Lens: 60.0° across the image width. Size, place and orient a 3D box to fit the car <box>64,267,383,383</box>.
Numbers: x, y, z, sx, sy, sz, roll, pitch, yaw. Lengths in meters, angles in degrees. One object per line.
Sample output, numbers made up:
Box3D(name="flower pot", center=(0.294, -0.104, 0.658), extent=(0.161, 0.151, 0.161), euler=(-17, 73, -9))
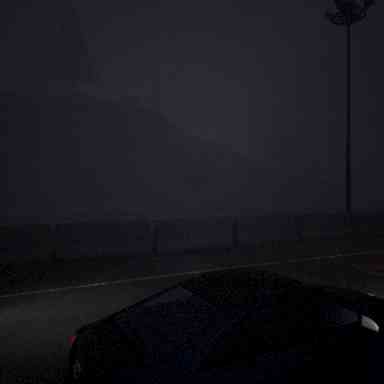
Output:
Box3D(name="car", center=(0.858, 1.562, 3.567), extent=(4.181, 1.385, 1.994), euler=(0, 0, -28))
